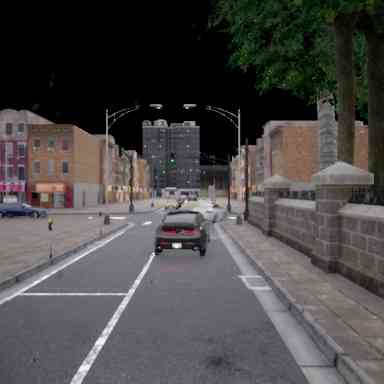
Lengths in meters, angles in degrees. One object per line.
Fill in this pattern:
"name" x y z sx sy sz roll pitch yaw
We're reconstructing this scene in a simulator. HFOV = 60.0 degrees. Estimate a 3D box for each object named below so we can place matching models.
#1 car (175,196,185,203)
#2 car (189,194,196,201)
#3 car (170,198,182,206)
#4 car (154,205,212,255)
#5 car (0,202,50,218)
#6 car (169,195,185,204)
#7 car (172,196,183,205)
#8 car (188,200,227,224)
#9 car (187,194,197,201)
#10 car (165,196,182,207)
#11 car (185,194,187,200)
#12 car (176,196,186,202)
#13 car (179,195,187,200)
"car" -2.538 1.578 70.281 1.947 1.339 4.313 0 0 0
"car" 0.121 1.347 83.992 1.882 1.535 5.008 0 0 0
"car" -2.561 1.588 53.925 1.802 1.307 4.206 0 0 0
"car" -0.288 1.504 13.372 1.837 1.490 4.892 0 0 5
"car" -14.561 1.543 28.344 4.674 1.442 1.812 0 0 0
"car" -2.570 1.319 48.473 2.192 1.841 5.009 0 0 0
"car" -2.554 1.533 59.207 1.752 1.417 4.829 0 0 0
"car" 1.248 1.529 24.907 1.812 1.442 4.674 -1 0 19
"car" 0.107 1.363 73.956 2.097 1.767 4.553 0 0 0
"car" -2.577 1.528 42.851 1.752 1.417 4.829 0 0 0
"car" -2.546 1.576 64.829 1.947 1.339 4.313 0 0 0
"car" -2.530 1.566 75.733 2.008 1.369 4.403 0 0 0
"car" -2.506 1.574 92.090 2.008 1.369 4.403 0 0 0
